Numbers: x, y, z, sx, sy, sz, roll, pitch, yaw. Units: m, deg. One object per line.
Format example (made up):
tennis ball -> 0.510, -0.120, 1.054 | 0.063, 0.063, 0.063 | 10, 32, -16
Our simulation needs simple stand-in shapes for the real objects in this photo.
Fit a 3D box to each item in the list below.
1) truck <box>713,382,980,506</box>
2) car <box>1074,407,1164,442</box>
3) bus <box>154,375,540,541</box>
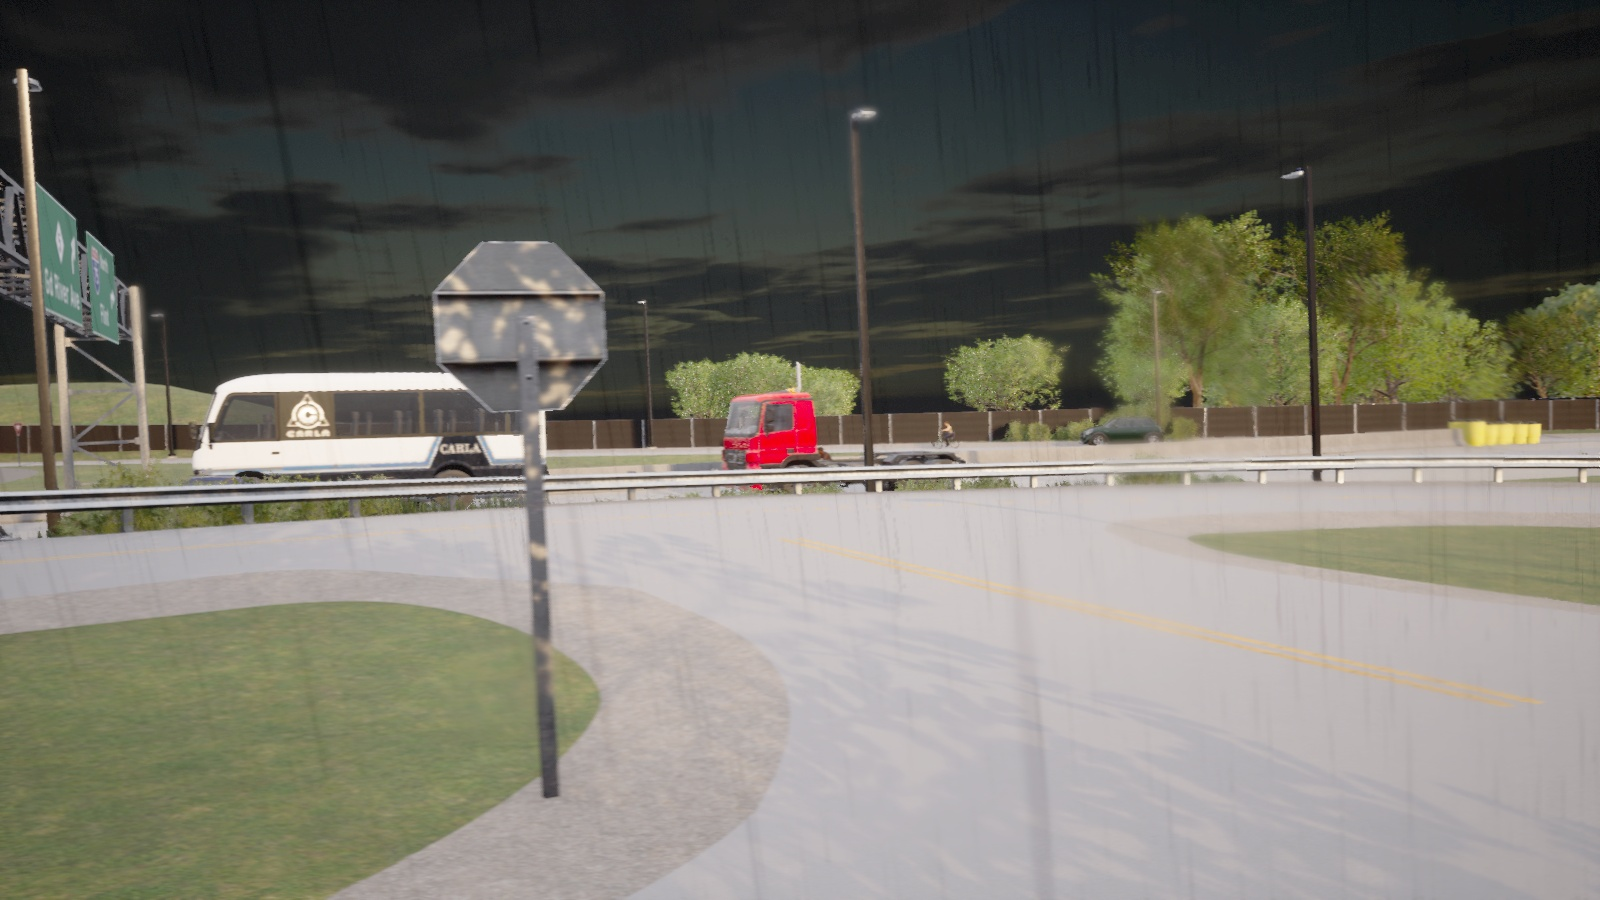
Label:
truck -> 1.521, -0.274, 40.405 | 7.936, 3.462, 2.891 | -3, 2, -22
car -> 18.049, -1.453, 71.158 | 4.553, 1.767, 2.097 | -2, 2, 3
bus -> -13.515, 0.086, 38.043 | 10.273, 4.253, 3.944 | -3, 2, -22
